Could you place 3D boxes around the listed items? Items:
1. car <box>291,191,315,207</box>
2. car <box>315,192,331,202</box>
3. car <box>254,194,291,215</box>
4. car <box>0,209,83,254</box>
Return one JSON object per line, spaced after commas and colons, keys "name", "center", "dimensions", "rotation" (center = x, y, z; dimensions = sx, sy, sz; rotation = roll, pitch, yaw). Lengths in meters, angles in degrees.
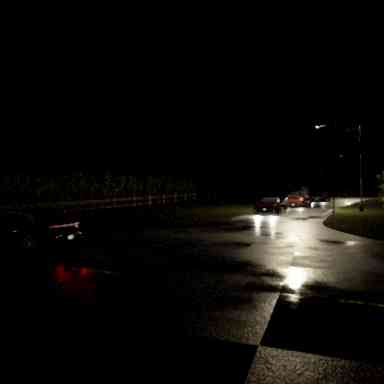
{"name": "car", "center": [11.842, 0.718, 37.059], "dimensions": [2.097, 1.767, 4.553], "rotation": [-1, 1, 31]}
{"name": "car", "center": [18.289, 0.673, 47.148], "dimensions": [1.812, 1.442, 4.674], "rotation": [-1, 1, 35]}
{"name": "car", "center": [6.582, 1.131, 27.687], "dimensions": [1.994, 1.385, 4.181], "rotation": [-1, 1, 28]}
{"name": "car", "center": [-6.568, 1.425, 13.019], "dimensions": [4.902, 1.511, 2.128], "rotation": [0, 1, 25]}
